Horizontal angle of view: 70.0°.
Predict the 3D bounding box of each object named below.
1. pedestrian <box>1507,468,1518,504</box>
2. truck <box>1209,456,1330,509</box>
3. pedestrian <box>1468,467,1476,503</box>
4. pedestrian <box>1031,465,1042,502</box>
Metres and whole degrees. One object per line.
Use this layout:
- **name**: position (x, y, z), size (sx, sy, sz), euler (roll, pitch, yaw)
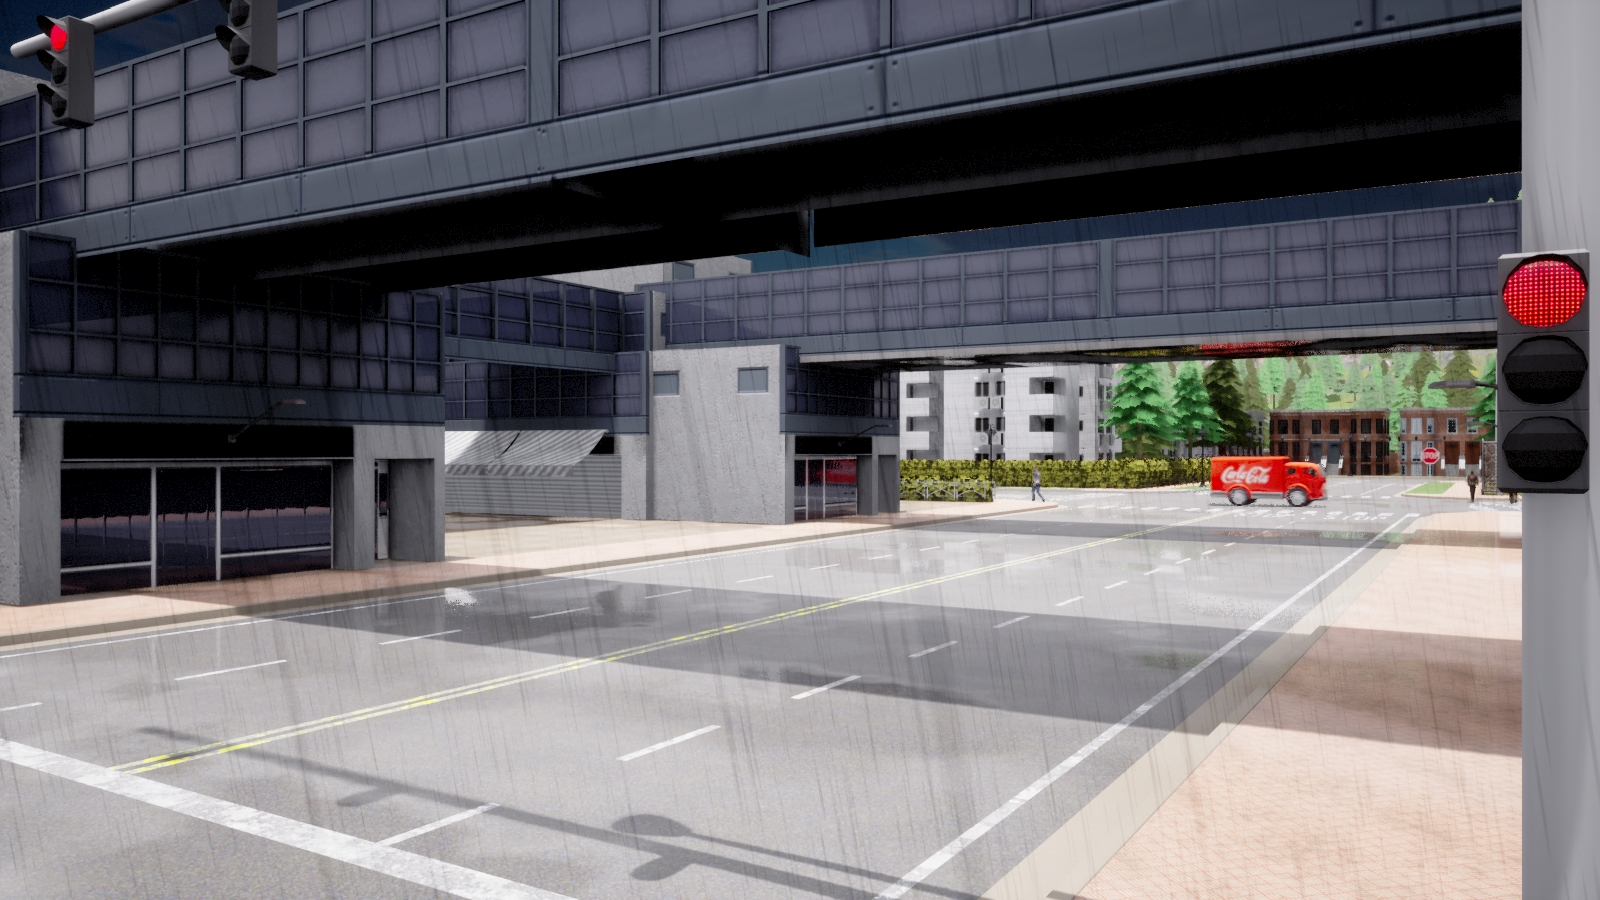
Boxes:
- **pedestrian**: position (36.550, 1.848, 58.617), size (0.375, 1.860, 0.375), euler (0, 0, 16)
- **truck**: position (23.311, 1.567, 56.780), size (5.204, 2.467, 2.627), euler (0, 0, 32)
- **pedestrian**: position (35.248, 1.849, 59.902), size (0.375, 1.860, 0.375), euler (0, 0, 31)
- **pedestrian**: position (11.963, 1.696, 57.820), size (0.375, 1.860, 0.375), euler (0, 0, 44)
